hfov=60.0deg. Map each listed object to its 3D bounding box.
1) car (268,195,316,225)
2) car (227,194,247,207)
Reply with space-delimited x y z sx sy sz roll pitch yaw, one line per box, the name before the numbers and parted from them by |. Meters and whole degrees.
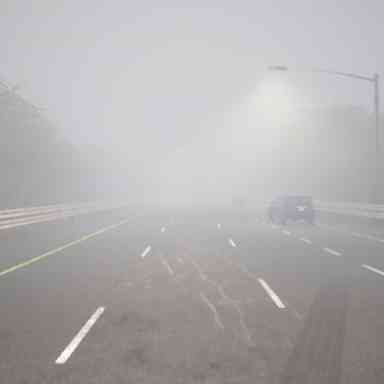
car | 7.043 1.224 23.988 2.150 2.045 5.566 0 0 0
car | 7.106 1.496 51.849 1.882 1.535 5.008 0 0 0
